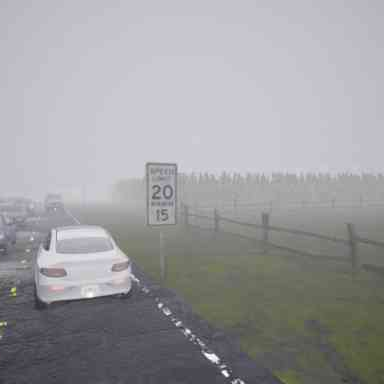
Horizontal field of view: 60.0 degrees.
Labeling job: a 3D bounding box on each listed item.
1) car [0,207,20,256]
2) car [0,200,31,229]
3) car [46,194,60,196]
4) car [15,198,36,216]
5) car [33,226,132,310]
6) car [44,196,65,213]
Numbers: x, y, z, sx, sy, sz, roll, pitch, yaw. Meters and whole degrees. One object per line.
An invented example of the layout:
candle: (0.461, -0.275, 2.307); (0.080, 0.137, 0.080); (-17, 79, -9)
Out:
car: (-7.951, 1.529, 12.886); (1.812, 1.442, 4.674); (0, 0, -24)
car: (-11.532, 1.506, 21.152); (1.837, 1.490, 4.892); (0, 1, -23)
car: (-19.007, 1.227, 45.555); (2.150, 2.045, 5.566); (0, 0, -23)
car: (-15.998, 1.356, 31.527); (2.097, 1.767, 4.553); (0, 0, -23)
car: (-2.683, 1.528, 7.890); (1.812, 1.442, 4.674); (0, 0, -23)
car: (-14.990, 1.510, 36.425); (1.837, 1.490, 4.892); (0, 0, -23)
